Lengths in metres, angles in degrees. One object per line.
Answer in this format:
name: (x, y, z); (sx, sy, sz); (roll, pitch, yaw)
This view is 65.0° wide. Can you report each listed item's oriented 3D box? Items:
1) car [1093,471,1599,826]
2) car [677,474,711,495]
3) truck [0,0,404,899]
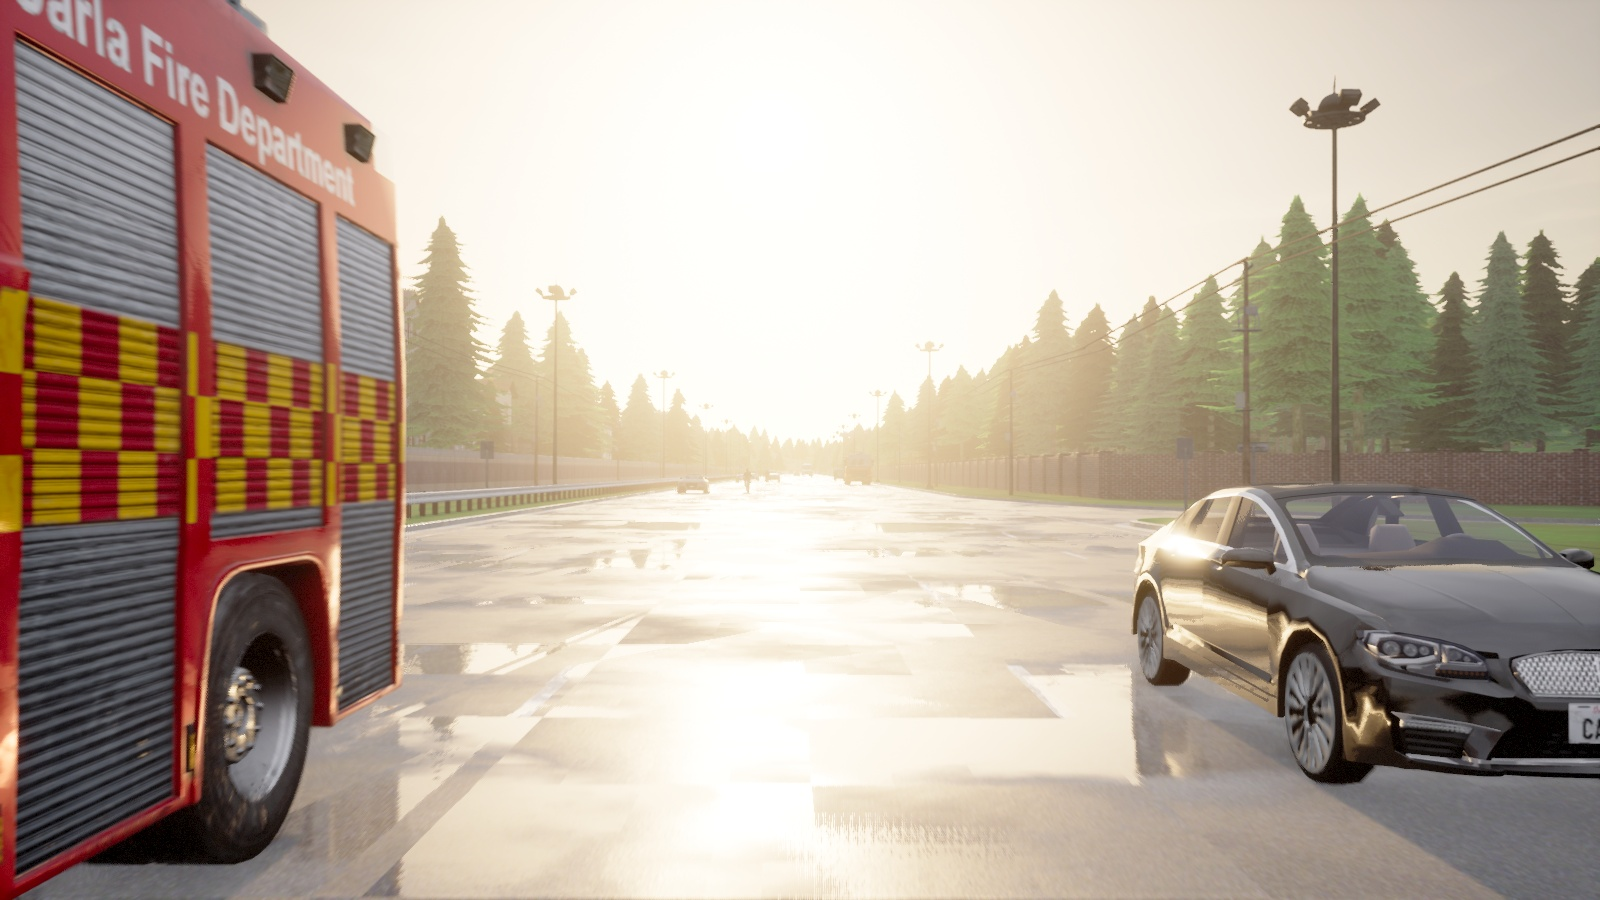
car: (3.477, 0.888, 7.833); (2.128, 1.511, 4.902); (0, -1, 0)
car: (-7.205, 2.341, 85.669); (1.994, 1.385, 4.181); (0, -1, 0)
truck: (-3.507, -0.297, 2.316); (2.891, 3.827, 8.468); (0, -1, 0)
